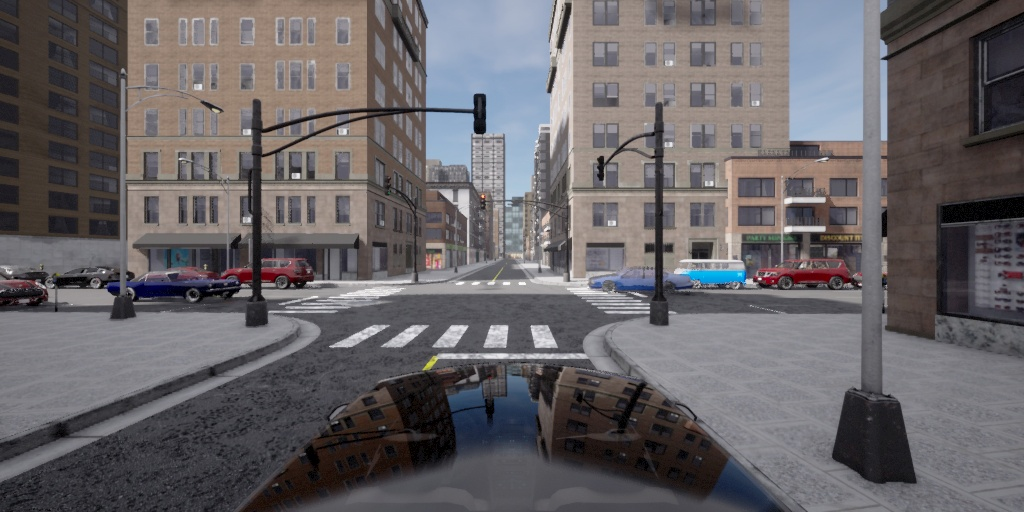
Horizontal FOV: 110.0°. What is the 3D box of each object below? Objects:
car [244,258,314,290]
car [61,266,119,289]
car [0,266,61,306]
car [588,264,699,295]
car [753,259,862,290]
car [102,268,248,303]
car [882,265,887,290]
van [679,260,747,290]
[{"bbox_3d":[-14.904,1.059,22.081,5.009,1.841,2.192,0,0,0],"label":"car"},{"bbox_3d":[-25.951,1.300,22.148,4.313,1.339,1.948,0,0,0],"label":"car"},{"bbox_3d":[-20.454,1.179,13.589,4.097,1.591,1.967,0,0,0],"label":"car"},{"bbox_3d":[6.951,1.310,19.724,5.357,1.411,2.033,0,0,9],"label":"car"},{"bbox_3d":[17.639,1.086,21.884,5.009,1.841,2.192,0,0,0],"label":"car"},{"bbox_3d":[-14.997,1.345,16.139,4.718,1.301,1.895,0,0,3],"label":"car"},{"bbox_3d":[23.235,1.216,21.850,4.097,1.591,1.967,0,0,0],"label":"car"},{"bbox_3d":[12.043,1.108,21.918,3.998,1.789,1.690,0,0,0],"label":"van"}]
